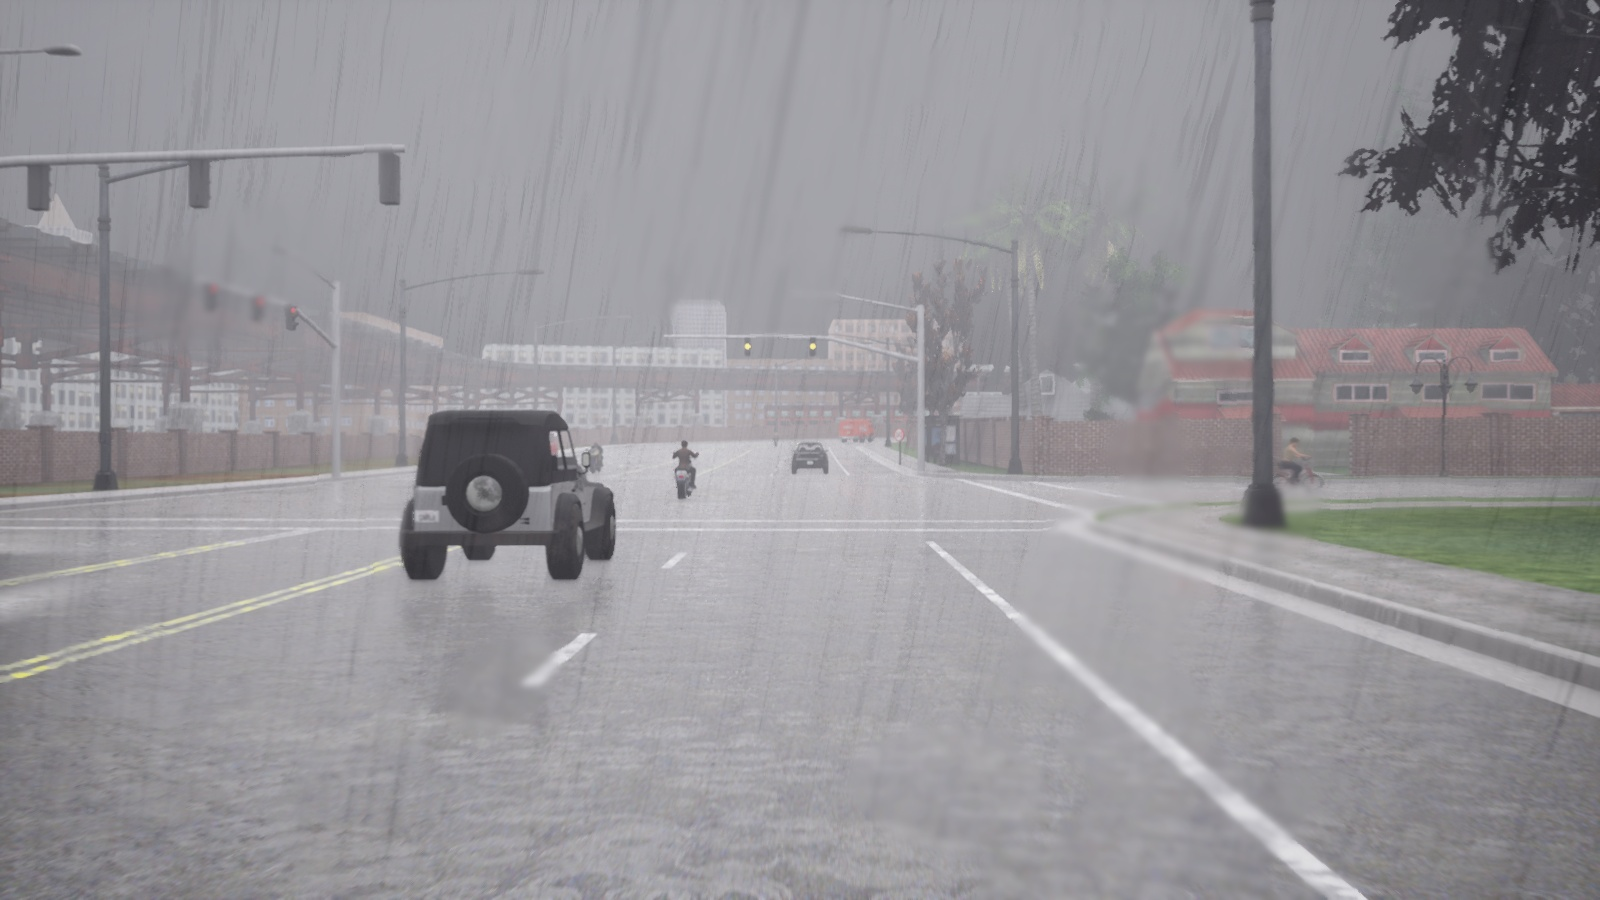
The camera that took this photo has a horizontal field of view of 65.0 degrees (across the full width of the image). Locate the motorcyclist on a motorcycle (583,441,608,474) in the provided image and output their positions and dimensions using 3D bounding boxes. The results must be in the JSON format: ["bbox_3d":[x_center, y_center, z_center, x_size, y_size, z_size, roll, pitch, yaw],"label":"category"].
[{"bbox_3d":[-10.024,0.351,61.607,0.866,1.530,2.191,0,1,0],"label":"motorcyclist on a motorcycle"}]

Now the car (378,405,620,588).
[{"bbox_3d":[-3.369,0.470,14.840,1.905,1.878,3.866,0,0,0],"label":"car"}]

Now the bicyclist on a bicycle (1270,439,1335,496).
[{"bbox_3d":[14.419,0.491,36.051,1.509,1.612,0.866,0,0,-2],"label":"bicyclist on a bicycle"}]

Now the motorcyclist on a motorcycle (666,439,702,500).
[{"bbox_3d":[-3.220,0.513,35.141,0.766,1.649,2.350,0,0,0],"label":"motorcyclist on a motorcycle"}]

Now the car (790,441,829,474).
[{"bbox_3d":[0.466,0.345,60.221,1.816,1.474,4.193,0,1,0],"label":"car"}]
